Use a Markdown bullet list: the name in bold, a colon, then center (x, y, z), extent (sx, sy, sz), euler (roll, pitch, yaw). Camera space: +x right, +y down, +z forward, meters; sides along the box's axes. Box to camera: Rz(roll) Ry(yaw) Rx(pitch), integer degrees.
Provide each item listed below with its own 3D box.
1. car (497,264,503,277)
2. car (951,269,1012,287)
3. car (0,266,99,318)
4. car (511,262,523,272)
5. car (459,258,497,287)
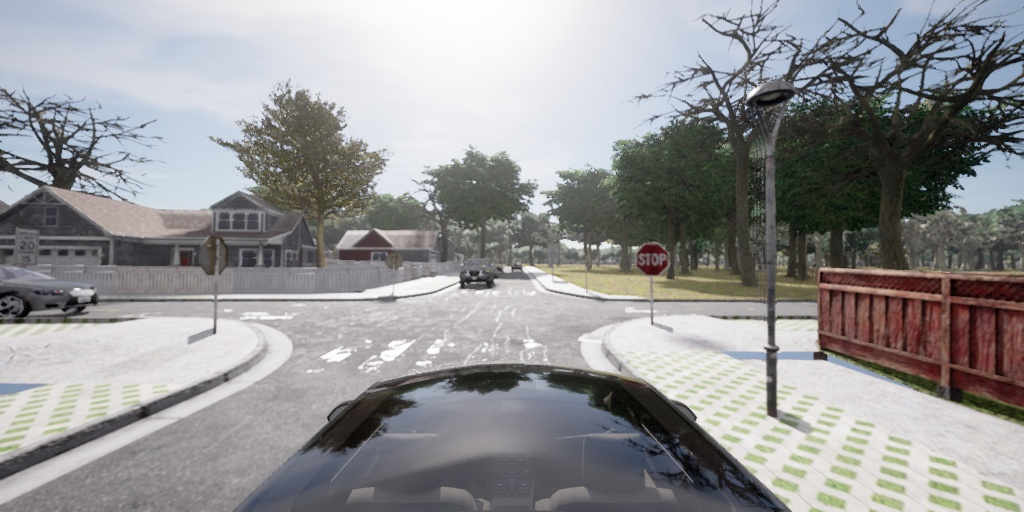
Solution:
- **car**: center (-2.384, 1.594, 37.609), extent (2.033, 1.411, 5.357), euler (0, -1, 1)
- **car**: center (19.006, 1.414, 14.364), extent (4.553, 1.767, 2.097), euler (1, -2, -3)
- **car**: center (-15.589, 1.034, 10.685), extent (4.902, 1.511, 2.128), euler (1, -2, -9)
- **car**: center (0.779, 1.780, 58.021), extent (1.837, 1.490, 4.892), euler (0, -1, 1)
- **car**: center (-2.516, 1.162, 26.746), extent (2.150, 2.045, 5.566), euler (0, 0, 0)
